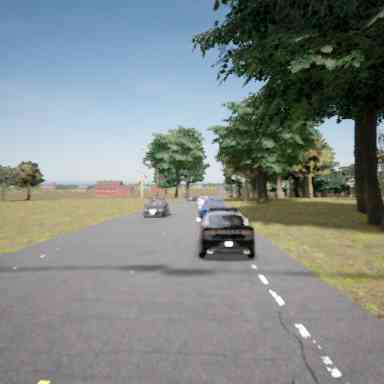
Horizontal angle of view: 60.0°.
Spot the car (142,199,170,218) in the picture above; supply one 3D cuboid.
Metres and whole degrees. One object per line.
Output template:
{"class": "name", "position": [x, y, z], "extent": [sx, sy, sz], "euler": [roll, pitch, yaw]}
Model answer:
{"class": "car", "position": [-2.968, 1.371, 28.407], "extent": [2.128, 1.511, 4.902], "euler": [0, 0, 2]}

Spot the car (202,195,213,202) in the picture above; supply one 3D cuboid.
{"class": "car", "position": [3.053, 1.317, 65.448], "extent": [1.895, 1.301, 4.718], "euler": [0, 0, 6]}

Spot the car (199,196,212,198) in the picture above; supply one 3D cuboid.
{"class": "car", "position": [1.669, 1.390, 28.649], "extent": [1.837, 1.490, 4.892], "euler": [0, 0, 2]}

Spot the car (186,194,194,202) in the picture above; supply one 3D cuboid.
{"class": "car", "position": [-0.113, 1.205, 68.924], "extent": [2.128, 1.511, 4.902], "euler": [0, 0, 6]}

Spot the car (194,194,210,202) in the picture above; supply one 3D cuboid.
{"class": "car", "position": [1.700, 1.320, 47.888], "extent": [1.812, 1.442, 4.674], "euler": [0, 0, 5]}

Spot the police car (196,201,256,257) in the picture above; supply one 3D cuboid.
{"class": "police car", "position": [1.186, 1.379, 12.826], "extent": [1.930, 1.638, 5.238], "euler": [0, 0, 1]}

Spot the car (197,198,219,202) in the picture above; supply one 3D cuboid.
{"class": "car", "position": [1.447, 1.389, 22.676], "extent": [1.882, 1.535, 5.008], "euler": [0, 0, 2]}
